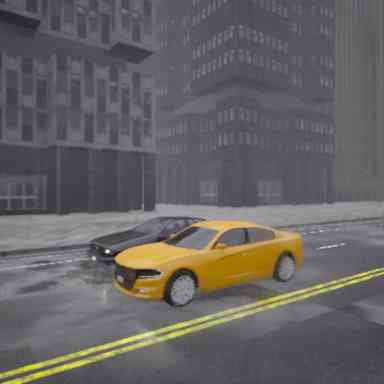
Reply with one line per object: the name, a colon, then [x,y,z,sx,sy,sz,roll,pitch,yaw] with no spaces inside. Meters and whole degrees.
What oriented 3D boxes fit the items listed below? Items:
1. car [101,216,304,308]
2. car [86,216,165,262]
car: [0.609,1.462,8.092,5.008,1.535,1.882,0,0,-35]
car: [-0.663,1.528,11.176,5.357,1.411,2.033,0,0,-35]
